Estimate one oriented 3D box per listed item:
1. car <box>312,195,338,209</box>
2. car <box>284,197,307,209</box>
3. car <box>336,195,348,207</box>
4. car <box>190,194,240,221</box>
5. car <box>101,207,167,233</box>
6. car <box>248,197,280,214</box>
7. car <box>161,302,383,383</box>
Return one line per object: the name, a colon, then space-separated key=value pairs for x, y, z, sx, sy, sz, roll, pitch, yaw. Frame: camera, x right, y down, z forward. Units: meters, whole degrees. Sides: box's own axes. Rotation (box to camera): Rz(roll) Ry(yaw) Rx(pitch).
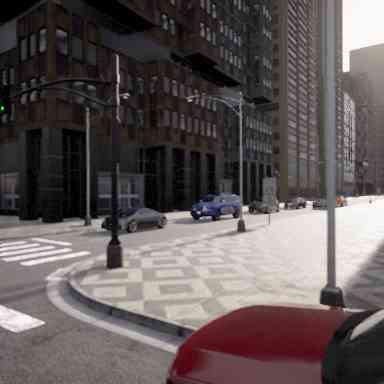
car: x=17.284 y=1.519 z=43.731 sx=1.994 sy=1.385 sz=4.181 roll=0 pitch=0 yaw=36
car: x=13.743 y=1.461 z=44.121 sx=2.128 sy=1.511 sz=4.902 roll=0 pitch=0 yaw=35
car: x=22.467 y=1.285 z=51.155 sx=2.097 sy=1.767 sz=4.553 roll=0 pitch=0 yaw=35
car: x=2.115 y=1.236 z=27.766 sx=2.150 sy=2.045 sz=5.566 roll=0 pitch=0 yaw=35
car: x=-3.372 y=1.599 z=20.002 sx=1.994 sy=1.385 sz=4.181 roll=0 pitch=0 yaw=35
car: x=7.756 y=1.345 z=35.719 sx=2.097 sy=1.767 sz=4.553 roll=0 pitch=0 yaw=35
car: x=2.044 y=1.310 z=1.502 sx=5.009 sy=1.841 sz=2.192 roll=0 pitch=0 yaw=36
